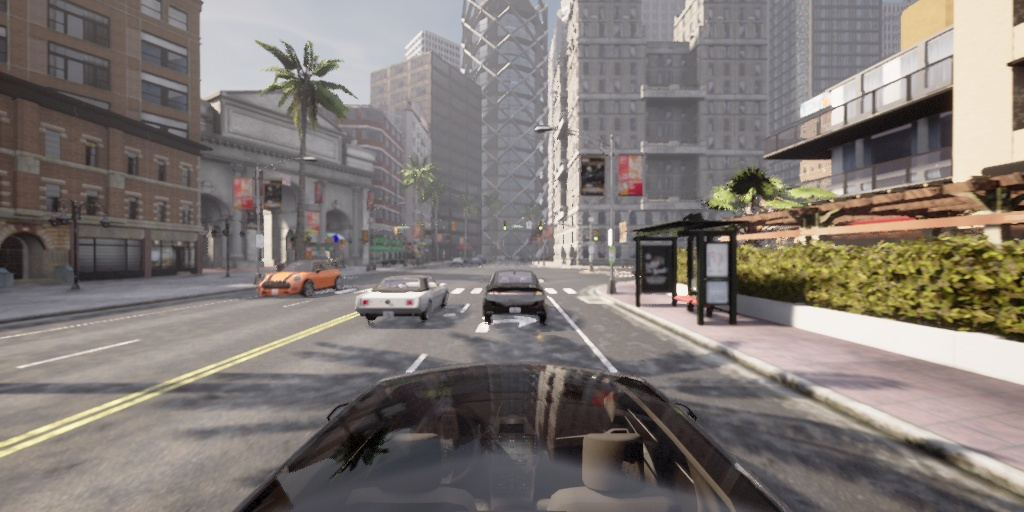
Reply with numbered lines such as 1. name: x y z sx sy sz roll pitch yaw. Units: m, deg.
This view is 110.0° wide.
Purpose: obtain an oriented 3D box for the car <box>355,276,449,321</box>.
1. car: -3.419 1.308 12.171 1.895 1.301 4.718 0 0 0

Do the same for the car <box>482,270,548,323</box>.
1. car: 0.084 1.201 11.878 2.128 1.511 4.902 0 0 0

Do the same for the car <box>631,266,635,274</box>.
1. car: 13.098 1.178 30.916 5.357 1.411 2.033 0 0 -2

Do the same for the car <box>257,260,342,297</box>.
1. car: -10.603 1.035 18.285 2.097 1.767 4.553 0 0 0
